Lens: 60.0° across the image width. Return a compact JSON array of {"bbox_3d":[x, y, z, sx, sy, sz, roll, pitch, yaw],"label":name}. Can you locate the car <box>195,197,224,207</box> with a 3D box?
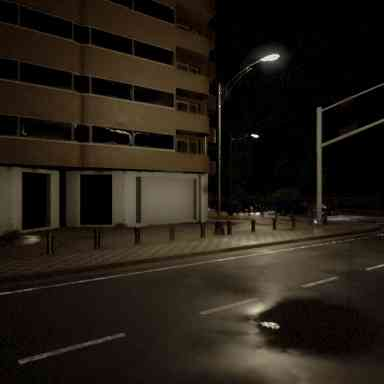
[{"bbox_3d":[2.777,1.533,53.176,1.882,1.535,5.008,0,0,-36],"label":"car"}]

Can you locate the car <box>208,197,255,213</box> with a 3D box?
[{"bbox_3d":[4.388,1.603,38.653,2.033,1.411,5.357,0,0,-36],"label":"car"}]

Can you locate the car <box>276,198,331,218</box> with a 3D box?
[{"bbox_3d":[10.013,1.581,30.886,1.812,1.442,4.674,0,0,-37],"label":"car"}]

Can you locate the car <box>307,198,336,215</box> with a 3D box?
[{"bbox_3d":[12.192,1.407,33.819,2.097,1.767,4.553,0,0,-36],"label":"car"}]

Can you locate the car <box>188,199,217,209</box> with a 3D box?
[{"bbox_3d":[1.472,1.656,48.691,1.895,1.301,4.718,0,0,-36],"label":"car"}]

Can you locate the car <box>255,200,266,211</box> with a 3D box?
[{"bbox_3d":[6.946,1.560,41.091,1.837,1.490,4.892,0,0,-36],"label":"car"}]
